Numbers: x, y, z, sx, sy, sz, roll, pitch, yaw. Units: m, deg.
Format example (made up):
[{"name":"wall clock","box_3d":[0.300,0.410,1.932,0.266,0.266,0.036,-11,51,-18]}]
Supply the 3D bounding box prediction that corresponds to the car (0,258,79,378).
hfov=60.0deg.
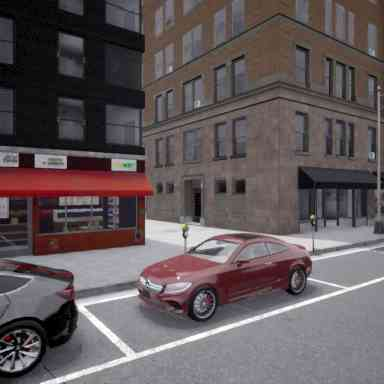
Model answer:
[{"name":"car","box_3d":[-3.597,1.566,3.969,4.313,1.339,1.947,0,0,-35]}]

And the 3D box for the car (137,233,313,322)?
[{"name":"car","box_3d":[0.884,1.582,7.160,4.206,1.307,1.802,0,0,-35]}]
